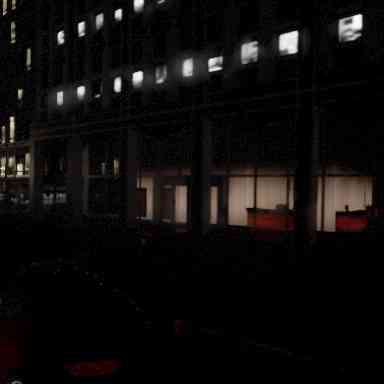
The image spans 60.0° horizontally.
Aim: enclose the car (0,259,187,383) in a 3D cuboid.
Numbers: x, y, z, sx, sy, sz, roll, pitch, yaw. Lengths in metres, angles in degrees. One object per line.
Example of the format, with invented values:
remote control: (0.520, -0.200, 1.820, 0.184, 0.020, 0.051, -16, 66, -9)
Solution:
car: (-2.002, 1.565, 4.290, 4.206, 1.307, 1.802, 0, 1, 36)
